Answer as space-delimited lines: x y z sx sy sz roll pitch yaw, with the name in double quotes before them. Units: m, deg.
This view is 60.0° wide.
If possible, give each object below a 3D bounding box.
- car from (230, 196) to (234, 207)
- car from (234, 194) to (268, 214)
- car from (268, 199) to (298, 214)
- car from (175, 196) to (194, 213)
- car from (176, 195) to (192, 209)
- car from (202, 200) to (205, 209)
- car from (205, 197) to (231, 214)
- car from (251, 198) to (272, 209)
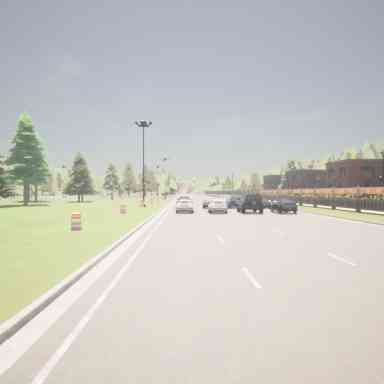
"car" 5.920 1.352 46.298 2.097 1.767 4.553 0 0 -1
"car" 6.204 1.221 35.822 2.150 2.045 5.566 0 0 0
"car" 9.718 1.492 35.428 2.128 1.511 4.902 0 0 -1
"car" -0.798 1.526 36.253 1.812 1.442 4.674 0 0 -1
"car" -1.079 1.352 46.264 2.097 1.767 4.553 0 0 -1
"car" 2.424 1.601 45.788 1.895 1.301 4.718 0 0 -1
"car" 2.717 1.526 35.679 1.812 1.442 4.674 0 0 -1
"car" 9.432 1.564 45.417 1.994 1.385 4.181 0 0 -1
